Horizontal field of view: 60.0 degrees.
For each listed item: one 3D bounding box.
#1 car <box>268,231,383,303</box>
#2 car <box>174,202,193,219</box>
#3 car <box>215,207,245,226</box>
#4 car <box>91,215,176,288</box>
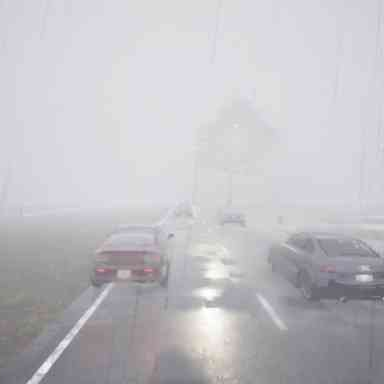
[{"bbox_3d":[3.347,1.688,8.558,1.994,1.385,4.181,1,-1,-1],"label":"car"},{"bbox_3d":[-0.831,2.002,34.313,1.895,1.301,4.718,1,-1,-1],"label":"car"},{"bbox_3d":[2.910,1.879,26.148,2.033,1.411,5.357,1,-1,-1],"label":"car"},{"bbox_3d":[-1.500,1.619,9.425,1.812,1.442,4.674,1,-1,-1],"label":"car"}]
